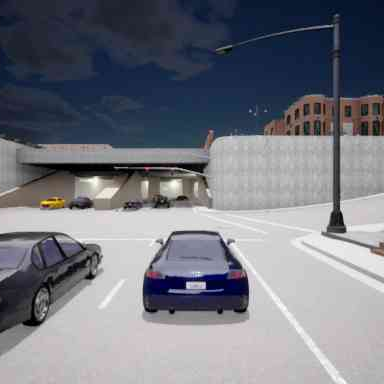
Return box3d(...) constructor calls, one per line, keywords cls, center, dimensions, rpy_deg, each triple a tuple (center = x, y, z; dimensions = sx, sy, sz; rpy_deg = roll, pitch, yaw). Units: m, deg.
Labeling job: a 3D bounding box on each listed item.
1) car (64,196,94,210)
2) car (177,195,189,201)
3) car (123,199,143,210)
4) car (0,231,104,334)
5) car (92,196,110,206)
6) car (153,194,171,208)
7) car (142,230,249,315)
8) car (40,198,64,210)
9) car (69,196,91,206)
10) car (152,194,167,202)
box3d(cls="car", center=(-14.809, 1.546, 44.306), dimensions=(2.033, 1.411, 5.357), rpy_deg=(0, 0, -1))
box3d(cls="car", center=(-2.314, 1.522, 84.601), dimensions=(1.812, 1.442, 4.674), rpy_deg=(0, 0, 24))
box3d(cls="car", center=(-7.629, 1.546, 43.190), dimensions=(2.033, 1.411, 5.357), rpy_deg=(0, 0, -1))
box3d(cls="car", center=(-3.426, 1.547, 6.977), dimensions=(2.033, 1.411, 5.357), rpy_deg=(0, 0, 0))
box3d(cls="car", center=(-15.080, 1.525, 55.562), dimensions=(1.812, 1.442, 4.674), rpy_deg=(0, 1, -1))
box3d(cls="car", center=(-4.214, 1.351, 48.683), dimensions=(2.097, 1.767, 4.553), rpy_deg=(0, 0, -2))
box3d(cls="car", center=(0.075, 1.564, 7.676), dimensions=(1.994, 1.385, 4.181), rpy_deg=(0, 0, 0))
box3d(cls="car", center=(-18.297, 1.477, 43.904), dimensions=(1.882, 1.535, 5.008), rpy_deg=(0, 0, -1))
box3d(cls="car", center=(-18.581, 1.489, 55.618), dimensions=(2.128, 1.511, 4.902), rpy_deg=(0, 0, -1))
box3d(cls="car", center=(-7.661, 1.353, 79.375), dimensions=(2.097, 1.767, 4.553), rpy_deg=(0, 0, 13))
